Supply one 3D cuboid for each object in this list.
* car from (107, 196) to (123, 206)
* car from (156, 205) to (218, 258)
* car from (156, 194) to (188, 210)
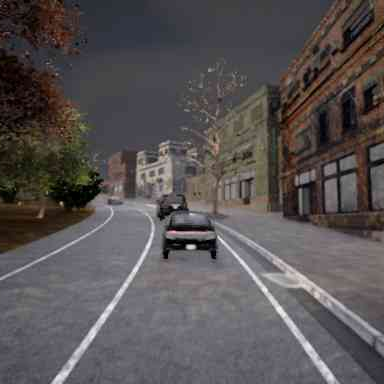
[{"bbox_3d":[-11.565,1.316,49.890,1.812,1.442,4.674,2,-1,-21],"label":"car"},{"bbox_3d":[-0.139,1.473,12.647,2.128,1.511,4.902,1,0,-3],"label":"car"},{"bbox_3d":[-1.631,1.187,26.704,2.150,2.045,5.566,1,0,-9],"label":"car"}]
